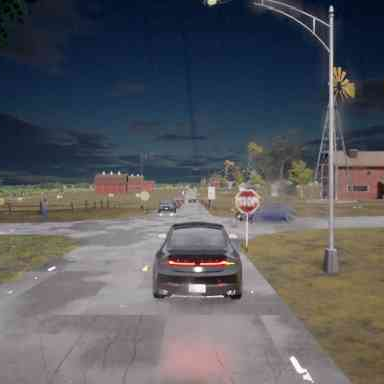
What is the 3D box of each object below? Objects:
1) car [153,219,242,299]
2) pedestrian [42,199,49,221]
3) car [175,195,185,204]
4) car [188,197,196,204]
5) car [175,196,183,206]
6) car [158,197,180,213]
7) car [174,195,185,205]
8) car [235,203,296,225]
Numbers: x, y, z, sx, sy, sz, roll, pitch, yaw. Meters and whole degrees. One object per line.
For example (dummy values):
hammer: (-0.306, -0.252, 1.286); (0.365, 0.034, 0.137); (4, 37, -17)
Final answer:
car: (0.140, 1.506, 8.459); (1.837, 1.490, 4.892); (0, 0, 1)
pedestrian: (-12.116, 1.465, 27.484); (0.375, 1.860, 0.375); (0, 2, 0)
car: (-2.748, 1.710, 58.190); (2.128, 1.511, 4.902); (0, -1, 0)
car: (0.113, 1.999, 78.875); (1.812, 1.442, 4.674); (0, -1, 0)
car: (-2.768, 1.695, 48.006); (1.994, 1.385, 4.181); (0, 0, 1)
car: (-2.795, 1.635, 38.100); (1.994, 1.385, 4.181); (0, 0, 0)
car: (-2.651, 1.577, 70.322); (2.150, 2.045, 5.566); (0, -1, 0)
car: (5.115, 1.453, 23.208); (4.181, 1.385, 1.994); (-1, 1, -15)
